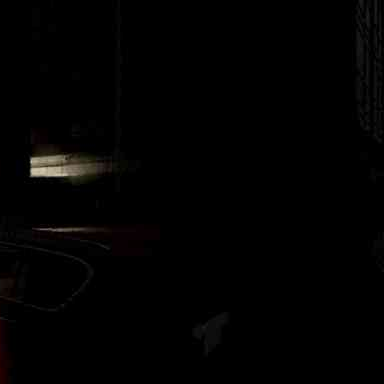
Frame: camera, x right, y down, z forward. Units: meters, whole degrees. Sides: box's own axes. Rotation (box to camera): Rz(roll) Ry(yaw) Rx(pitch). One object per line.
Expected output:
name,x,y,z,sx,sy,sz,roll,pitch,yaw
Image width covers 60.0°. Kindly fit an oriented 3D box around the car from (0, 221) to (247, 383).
car,-1.770,1.300,4.110,5.009,1.841,2.192,0,0,35
